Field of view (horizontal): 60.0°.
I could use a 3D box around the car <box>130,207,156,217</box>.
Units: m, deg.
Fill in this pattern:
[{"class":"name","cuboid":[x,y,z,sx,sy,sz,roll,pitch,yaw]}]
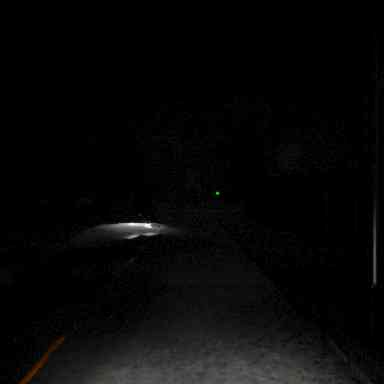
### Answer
[{"class":"car","cuboid":[-4.001,1.560,27.496,1.994,1.385,4.181,0,0,0]}]
